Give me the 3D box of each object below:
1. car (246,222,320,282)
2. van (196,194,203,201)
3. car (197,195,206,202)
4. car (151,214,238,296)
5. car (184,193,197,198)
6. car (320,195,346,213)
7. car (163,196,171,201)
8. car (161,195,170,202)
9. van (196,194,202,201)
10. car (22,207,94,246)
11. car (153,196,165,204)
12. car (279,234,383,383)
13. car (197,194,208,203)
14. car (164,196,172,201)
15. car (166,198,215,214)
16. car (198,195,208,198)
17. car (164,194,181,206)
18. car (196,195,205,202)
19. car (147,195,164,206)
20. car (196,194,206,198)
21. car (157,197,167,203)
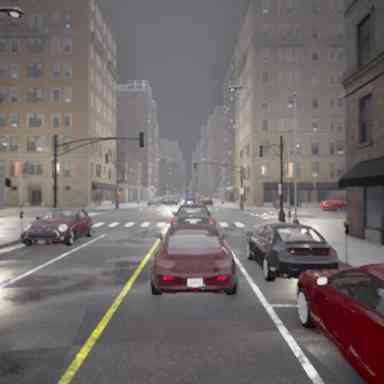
[{"bbox_3d":[2.647,1.549,9.558,2.008,1.369,4.403,0,0,0],"label":"car"},{"bbox_3d":[1.972,1.440,86.525,1.690,1.788,3.998,0,0,-1],"label":"van"},{"bbox_3d":[2.108,1.505,75.512,1.967,1.590,4.097,0,0,-1],"label":"car"},{"bbox_3d":[0.017,1.524,8.514,1.812,1.442,4.674,0,0,-1],"label":"car"},{"bbox_3d":[-0.380,1.269,68.763,2.150,2.045,5.566,0,0,-1],"label":"car"},{"bbox_3d":[17.572,1.338,38.005,5.566,2.045,2.150,0,0,0],"label":"car"},{"bbox_3d":[-6.554,1.680,86.427,1.802,1.307,4.206,0,0,-1],"label":"car"},{"bbox_3d":[-6.485,1.520,80.920,1.967,1.590,4.097,0,0,-1],"label":"car"},{"bbox_3d":[1.903,1.460,92.032,1.690,1.788,3.998,0,0,-1],"label":"van"},{"bbox_3d":[-5.894,1.438,15.021,1.967,1.590,4.097,0,0,0],"label":"car"},{"bbox_3d":[-6.280,1.582,64.397,1.887,1.381,4.507,0,0,-1],"label":"car"},{"bbox_3d":[2.664,1.543,4.067,1.887,1.381,4.507,0,0,0],"label":"car"},{"bbox_3d":[2.177,1.365,70.005,2.192,1.841,5.009,0,0,-1],"label":"car"},{"bbox_3d":[-6.623,1.684,91.935,1.947,1.339,4.313,0,0,-1],"label":"car"},{"bbox_3d":[0.050,1.350,16.397,2.097,1.767,4.553,0,0,0],"label":"car"},{"bbox_3d":[2.382,1.564,53.484,1.887,1.381,4.507,0,0,-1],"label":"car"},{"bbox_3d":[-3.385,1.373,54.687,2.097,1.767,4.553,0,0,0],"label":"car"},{"bbox_3d":[2.040,1.521,81.017,1.967,1.590,4.097,0,0,-1],"label":"car"},{"bbox_3d":[-6.143,1.570,53.382,2.008,1.369,4.403,0,0,-1],"label":"car"},{"bbox_3d":[2.243,1.564,64.668,1.752,1.417,4.829,0,0,-1],"label":"car"},{"bbox_3d":[-6.349,1.632,69.905,1.802,1.307,4.206,0,0,-1],"label":"car"}]
